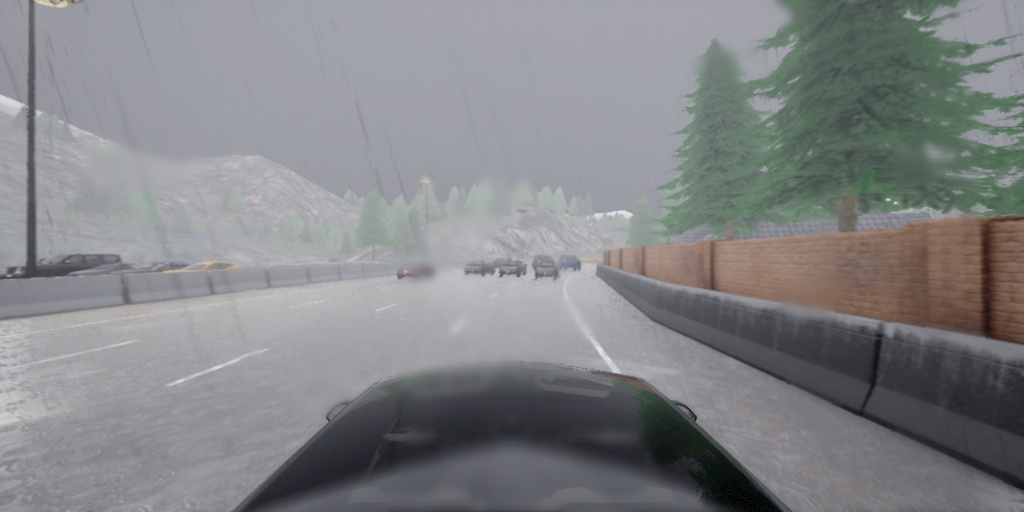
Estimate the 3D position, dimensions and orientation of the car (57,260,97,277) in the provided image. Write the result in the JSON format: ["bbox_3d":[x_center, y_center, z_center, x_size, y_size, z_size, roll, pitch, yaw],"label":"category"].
[{"bbox_3d":[-26.514,1.171,23.944,1.994,1.385,4.181,0,0,8],"label":"car"}]

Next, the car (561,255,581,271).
[{"bbox_3d":[7.715,0.903,47.322,2.150,2.045,5.566,0,1,20],"label":"car"}]

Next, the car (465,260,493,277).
[{"bbox_3d":[-3.042,1.152,34.792,2.128,1.511,4.902,0,0,12],"label":"car"}]

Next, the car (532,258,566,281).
[{"bbox_3d":[3.045,1.187,29.861,2.128,1.511,4.902,0,0,11],"label":"car"}]

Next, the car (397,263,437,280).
[{"bbox_3d":[-7.720,1.217,29.515,1.994,1.385,4.181,0,0,10],"label":"car"}]

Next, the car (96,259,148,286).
[{"bbox_3d":[-23.045,1.116,23.480,2.128,1.511,4.902,0,0,8],"label":"car"}]

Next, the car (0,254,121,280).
[{"bbox_3d":[-29.986,0.850,24.376,2.150,2.045,5.566,0,0,8],"label":"car"}]

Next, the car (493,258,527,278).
[{"bbox_3d":[0.160,1.168,33.120,2.128,1.511,4.902,0,0,12],"label":"car"}]

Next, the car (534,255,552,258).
[{"bbox_3d":[4.361,0.886,48.335,2.150,2.045,5.566,0,1,19],"label":"car"}]

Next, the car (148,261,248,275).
[{"bbox_3d":[-19.576,1.122,23.017,1.882,1.535,5.008,0,0,8],"label":"car"}]
